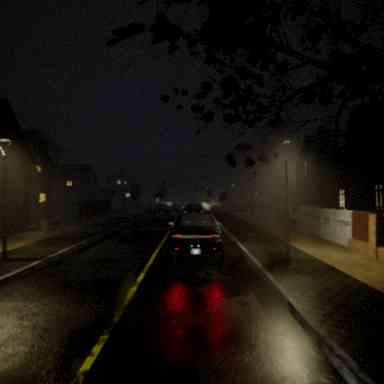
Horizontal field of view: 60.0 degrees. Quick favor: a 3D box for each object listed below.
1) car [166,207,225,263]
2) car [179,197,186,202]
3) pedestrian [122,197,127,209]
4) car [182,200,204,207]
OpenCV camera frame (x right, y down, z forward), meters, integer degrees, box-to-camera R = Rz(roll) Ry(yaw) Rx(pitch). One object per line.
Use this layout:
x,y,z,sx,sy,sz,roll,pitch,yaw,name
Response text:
0.116,1.530,12.118,2.128,1.511,4.902,0,0,0,car
-2.628,1.962,89.927,1.882,1.535,5.008,0,-1,0,car
-9.749,1.558,47.786,0.375,1.860,0.375,0,-3,-1,pedestrian
0.136,1.659,27.474,1.994,1.385,4.181,0,0,0,car
